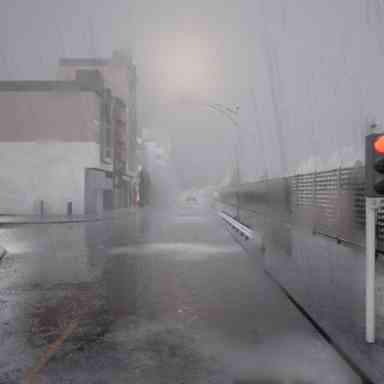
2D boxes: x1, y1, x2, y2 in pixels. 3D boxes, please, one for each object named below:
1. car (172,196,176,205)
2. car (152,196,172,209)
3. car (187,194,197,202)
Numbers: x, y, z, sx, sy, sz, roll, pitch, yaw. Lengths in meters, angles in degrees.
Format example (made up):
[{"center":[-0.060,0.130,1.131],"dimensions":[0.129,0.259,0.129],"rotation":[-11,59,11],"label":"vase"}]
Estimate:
[{"center":[-4.113,1.478,54.621],"dimensions":[1.882,1.535,5.008],"rotation":[0,0,0],"label":"car"},{"center":[-4.116,1.505,44.388],"dimensions":[1.837,1.490,4.892],"rotation":[0,0,0],"label":"car"},{"center":[-0.038,1.355,76.657],"dimensions":[2.097,1.767,4.553],"rotation":[0,0,0],"label":"car"}]
